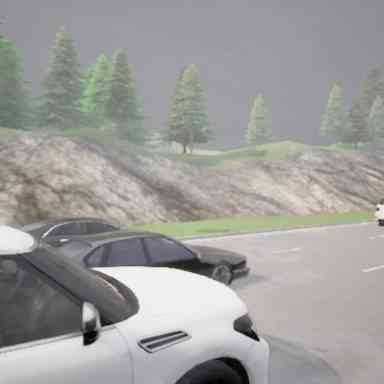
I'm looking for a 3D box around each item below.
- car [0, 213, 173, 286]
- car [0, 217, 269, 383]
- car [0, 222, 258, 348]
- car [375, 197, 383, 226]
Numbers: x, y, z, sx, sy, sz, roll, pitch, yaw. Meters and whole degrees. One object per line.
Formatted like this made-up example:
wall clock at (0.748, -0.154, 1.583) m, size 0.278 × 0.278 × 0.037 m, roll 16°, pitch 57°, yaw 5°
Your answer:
car at (-3.134, 1.516, 10.109) m, size 4.892 × 1.490 × 1.837 m, roll 0°, pitch 0°, yaw -35°
car at (-1.918, 1.219, 2.379) m, size 5.566 × 2.045 × 2.150 m, roll 1°, pitch 0°, yaw -36°
car at (-1.204, 1.558, 7.187) m, size 5.357 × 1.411 × 2.033 m, roll 0°, pitch 0°, yaw -36°
car at (14.774, 1.299, 22.804) m, size 5.566 × 2.045 × 2.150 m, roll 0°, pitch 0°, yaw -35°
